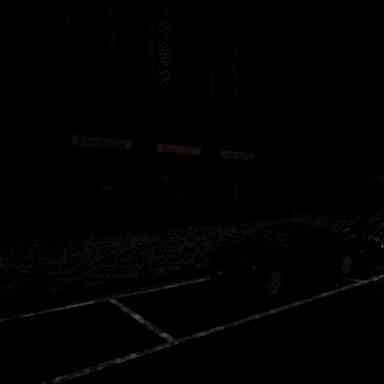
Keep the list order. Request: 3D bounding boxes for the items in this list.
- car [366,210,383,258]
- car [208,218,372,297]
[{"bbox_3d":[7.034,1.354,11.776,4.097,1.590,1.967,0,1,-36],"label":"car"},{"bbox_3d":[2.456,1.498,8.511,4.507,1.381,1.887,0,1,-36],"label":"car"}]
